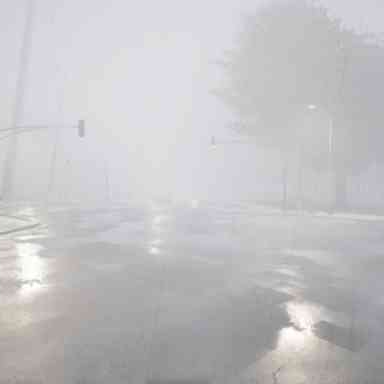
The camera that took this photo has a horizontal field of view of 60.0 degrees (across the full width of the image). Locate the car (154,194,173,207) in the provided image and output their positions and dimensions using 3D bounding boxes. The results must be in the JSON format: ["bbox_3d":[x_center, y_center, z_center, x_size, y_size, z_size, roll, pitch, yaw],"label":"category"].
[{"bbox_3d":[-3.277,0.974,39.041,1.812,1.442,4.674,4,-1,-1],"label":"car"}]

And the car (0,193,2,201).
[{"bbox_3d":[-28.894,0.537,47.819,4.892,1.490,1.837,1,2,44],"label":"car"}]
